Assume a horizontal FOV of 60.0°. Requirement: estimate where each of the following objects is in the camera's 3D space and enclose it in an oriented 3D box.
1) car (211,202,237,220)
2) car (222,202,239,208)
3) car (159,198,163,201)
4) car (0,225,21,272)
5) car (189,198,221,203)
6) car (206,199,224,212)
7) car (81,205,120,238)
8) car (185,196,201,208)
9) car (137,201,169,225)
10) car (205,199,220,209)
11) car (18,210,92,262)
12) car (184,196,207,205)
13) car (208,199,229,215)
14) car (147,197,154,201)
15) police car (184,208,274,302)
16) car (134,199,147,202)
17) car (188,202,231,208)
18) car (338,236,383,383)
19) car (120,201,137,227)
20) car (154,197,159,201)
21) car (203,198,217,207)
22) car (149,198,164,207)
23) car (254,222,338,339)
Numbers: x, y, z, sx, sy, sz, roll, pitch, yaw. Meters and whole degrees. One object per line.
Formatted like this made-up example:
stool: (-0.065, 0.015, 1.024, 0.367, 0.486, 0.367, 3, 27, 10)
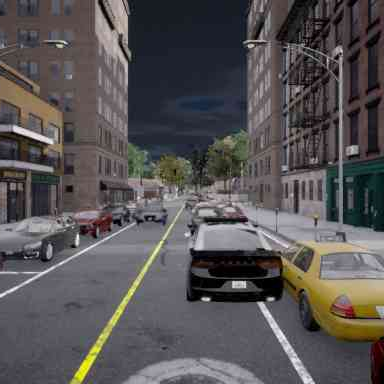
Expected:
car: (2.664, 1.584, 28.547, 1.802, 1.307, 4.206, 0, 0, 0)
car: (2.660, 1.583, 23.029, 1.802, 1.307, 4.206, 0, 0, 0)
car: (-5.345, 1.454, 45.108, 1.967, 1.590, 4.097, 0, 0, 0)
car: (-5.381, 1.582, 6.476, 1.802, 1.307, 4.206, 0, 0, 0)
car: (0.848, 1.457, 24.515, 1.801, 1.575, 5.366, 0, 0, 0)
car: (2.675, 1.554, 39.584, 1.887, 1.381, 4.507, 0, 0, 0)
car: (-5.371, 1.545, 17.514, 1.887, 1.381, 4.507, 0, 0, 0)
car: (0.061, 1.507, 46.231, 2.128, 1.511, 4.902, 0, 0, 1)
car: (-2.728, 1.565, 23.673, 1.994, 1.385, 4.181, 0, 0, 0)
car: (2.680, 1.596, 45.102, 1.802, 1.307, 4.206, 0, 0, 0)
car: (-5.376, 1.551, 11.995, 2.008, 1.369, 4.403, 0, 0, 0)
car: (0.685, 1.502, 59.502, 1.882, 1.535, 5.008, 0, 0, 27)
car: (2.670, 1.531, 34.236, 1.752, 1.417, 4.829, 0, 0, 0)
car: (-5.356, 1.446, 34.070, 1.967, 1.590, 4.097, 0, 0, 0)
police car: (0.833, 1.425, 8.435, 1.930, 1.638, 5.238, 0, 0, 0)
car: (-5.360, 1.553, 28.551, 2.008, 1.369, 4.403, 0, 0, 0)
car: (0.842, 1.526, 18.325, 1.812, 1.442, 4.674, 0, 0, 0)
car: (2.639, 1.315, 0.956, 2.192, 1.841, 5.009, 0, 0, 0)
car: (-5.366, 1.567, 23.033, 1.947, 1.339, 4.313, 0, 0, 0)
car: (-5.351, 1.535, 39.419, 1.752, 1.417, 4.829, 0, 0, 0)
car: (2.685, 1.585, 50.621, 1.947, 1.339, 4.313, 0, 0, 0)
car: (-5.340, 1.600, 50.627, 1.802, 1.307, 4.206, 0, 0, 0)
car: (2.640, 1.525, 6.643, 1.752, 1.417, 4.829, 0, 0, 0)
